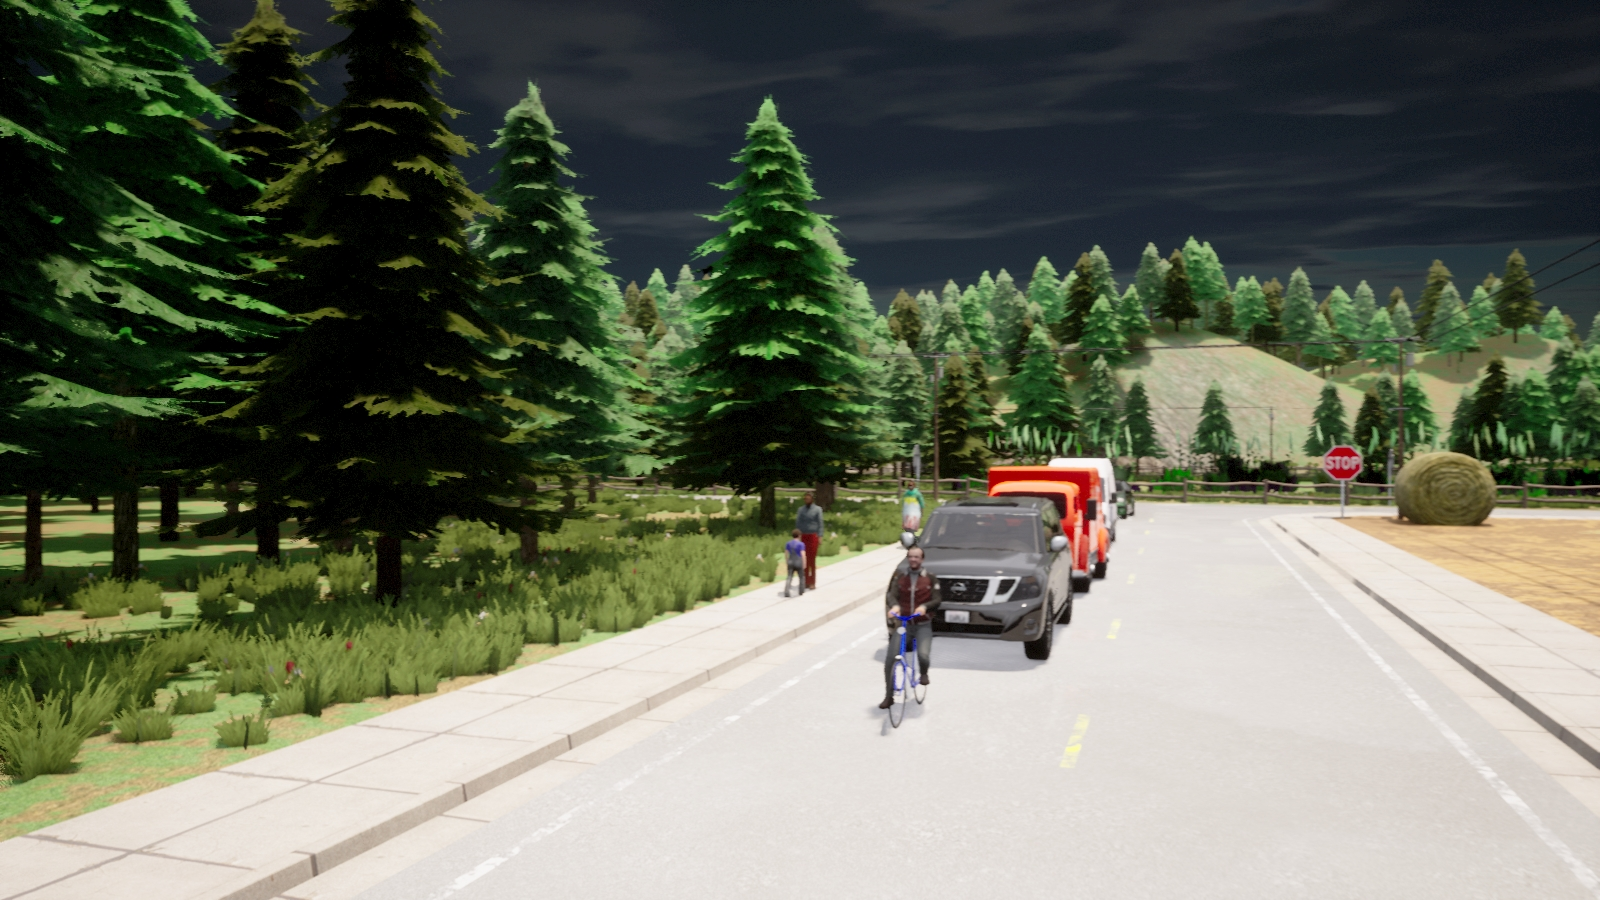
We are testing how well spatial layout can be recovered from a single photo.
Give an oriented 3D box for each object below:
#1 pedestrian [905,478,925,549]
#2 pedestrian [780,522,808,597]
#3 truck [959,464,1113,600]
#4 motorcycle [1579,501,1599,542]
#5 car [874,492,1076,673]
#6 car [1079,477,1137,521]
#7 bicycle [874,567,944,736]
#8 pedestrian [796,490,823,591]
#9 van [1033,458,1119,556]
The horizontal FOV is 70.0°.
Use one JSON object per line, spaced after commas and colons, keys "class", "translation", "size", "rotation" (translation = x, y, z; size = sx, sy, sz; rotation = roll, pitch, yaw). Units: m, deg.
{"class": "pedestrian", "translation": [3.075, 1.687, 30.538], "size": [0.375, 1.860, 0.375], "rotation": [0, 0, 36]}
{"class": "pedestrian", "translation": [-0.105, 1.967, 20.654], "size": [0.375, 1.300, 0.375], "rotation": [0, 0, 23]}
{"class": "truck", "translation": [5.134, 1.565, 24.180], "size": [2.627, 2.467, 5.204], "rotation": [0, 0, 18]}
{"class": "motorcycle", "translation": [25.147, 2.195, 34.926], "size": [2.033, 1.199, 0.803], "rotation": [0, 0, 17]}
{"class": "car", "translation": [2.863, 1.776, 17.341], "size": [2.150, 2.045, 5.566], "rotation": [0, 0, 18]}
{"class": "car", "translation": [12.845, 1.995, 47.436], "size": [1.851, 1.617, 3.988], "rotation": [0, 0, 22]}
{"class": "bicycle", "translation": [1.174, 2.057, 12.057], "size": [0.329, 1.471, 1.835], "rotation": [0, 0, 18]}
{"class": "pedestrian", "translation": [0.177, 1.689, 21.535], "size": [0.375, 1.860, 0.375], "rotation": [0, 0, 26]}
{"class": "van", "translation": [8.166, 1.530, 33.421], "size": [1.988, 2.561, 5.915], "rotation": [0, 0, 18]}
